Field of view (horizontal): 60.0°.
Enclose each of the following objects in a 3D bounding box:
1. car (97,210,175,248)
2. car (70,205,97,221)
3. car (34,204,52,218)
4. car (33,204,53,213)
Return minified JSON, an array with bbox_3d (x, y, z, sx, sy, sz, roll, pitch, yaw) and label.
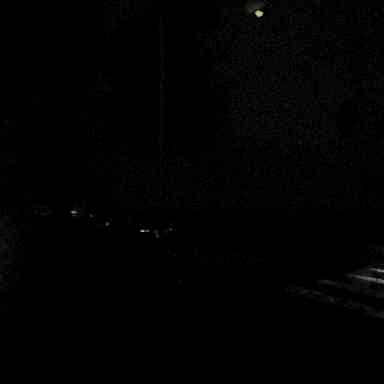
[{"bbox_3d":[-2.645,1.674,16.149,2.128,1.511,4.902,0,-1,-34],"label":"car"},{"bbox_3d":[-10.940,2.044,33.644,1.837,1.490,4.892,0,-1,-34],"label":"car"},{"bbox_3d":[-17.306,2.205,37.868,1.812,1.442,4.674,0,-1,-34],"label":"car"},{"bbox_3d":[-23.223,2.553,51.774,1.994,1.385,4.181,0,-1,-35],"label":"car"}]
